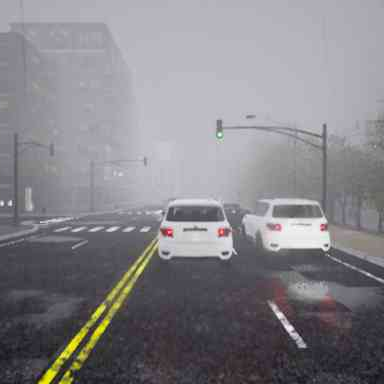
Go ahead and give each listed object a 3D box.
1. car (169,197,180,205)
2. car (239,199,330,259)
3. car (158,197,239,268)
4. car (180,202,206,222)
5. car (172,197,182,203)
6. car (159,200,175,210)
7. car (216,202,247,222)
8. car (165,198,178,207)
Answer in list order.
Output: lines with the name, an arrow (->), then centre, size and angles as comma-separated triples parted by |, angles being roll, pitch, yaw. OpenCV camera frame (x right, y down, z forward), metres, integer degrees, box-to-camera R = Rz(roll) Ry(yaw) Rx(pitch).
car -> -3.315, 1.724, 64.816 | 1.837, 1.490, 4.892 | 0, 0, 0
car -> 3.340, 1.261, 12.852 | 2.150, 2.045, 5.566 | 0, 0, 0
car -> 0.091, 1.257, 11.538 | 2.150, 2.045, 5.566 | 0, 0, 0
car -> 0.063, 1.659, 28.475 | 2.033, 1.411, 5.357 | 0, 0, 0
car -> -3.325, 1.799, 75.141 | 2.033, 1.411, 5.357 | 0, 0, 0
car -> -3.385, 1.749, 45.602 | 1.895, 1.301, 4.718 | 0, 0, 0
car -> 3.319, 1.642, 28.981 | 2.033, 1.411, 5.357 | 0, 0, 0
car -> -3.372, 1.706, 54.521 | 1.812, 1.442, 4.674 | 0, 0, 0
